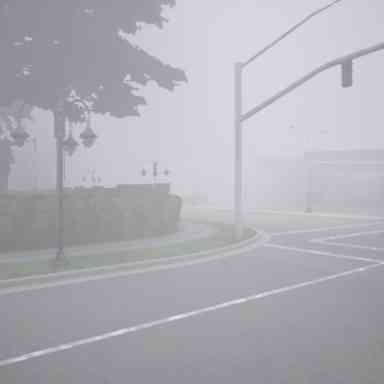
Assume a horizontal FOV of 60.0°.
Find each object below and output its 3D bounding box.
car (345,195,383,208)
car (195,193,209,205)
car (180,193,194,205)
[{"bbox_3d":[22.879,1.265,44.528,2.242,1.667,4.611,0,0,-35],"label":"car"},{"bbox_3d":[0.742,1.199,59.177,2.150,2.045,5.566,0,0,-35],"label":"car"},{"bbox_3d":[-2.106,1.457,57.143,1.882,1.535,5.008,0,0,-35],"label":"car"}]
